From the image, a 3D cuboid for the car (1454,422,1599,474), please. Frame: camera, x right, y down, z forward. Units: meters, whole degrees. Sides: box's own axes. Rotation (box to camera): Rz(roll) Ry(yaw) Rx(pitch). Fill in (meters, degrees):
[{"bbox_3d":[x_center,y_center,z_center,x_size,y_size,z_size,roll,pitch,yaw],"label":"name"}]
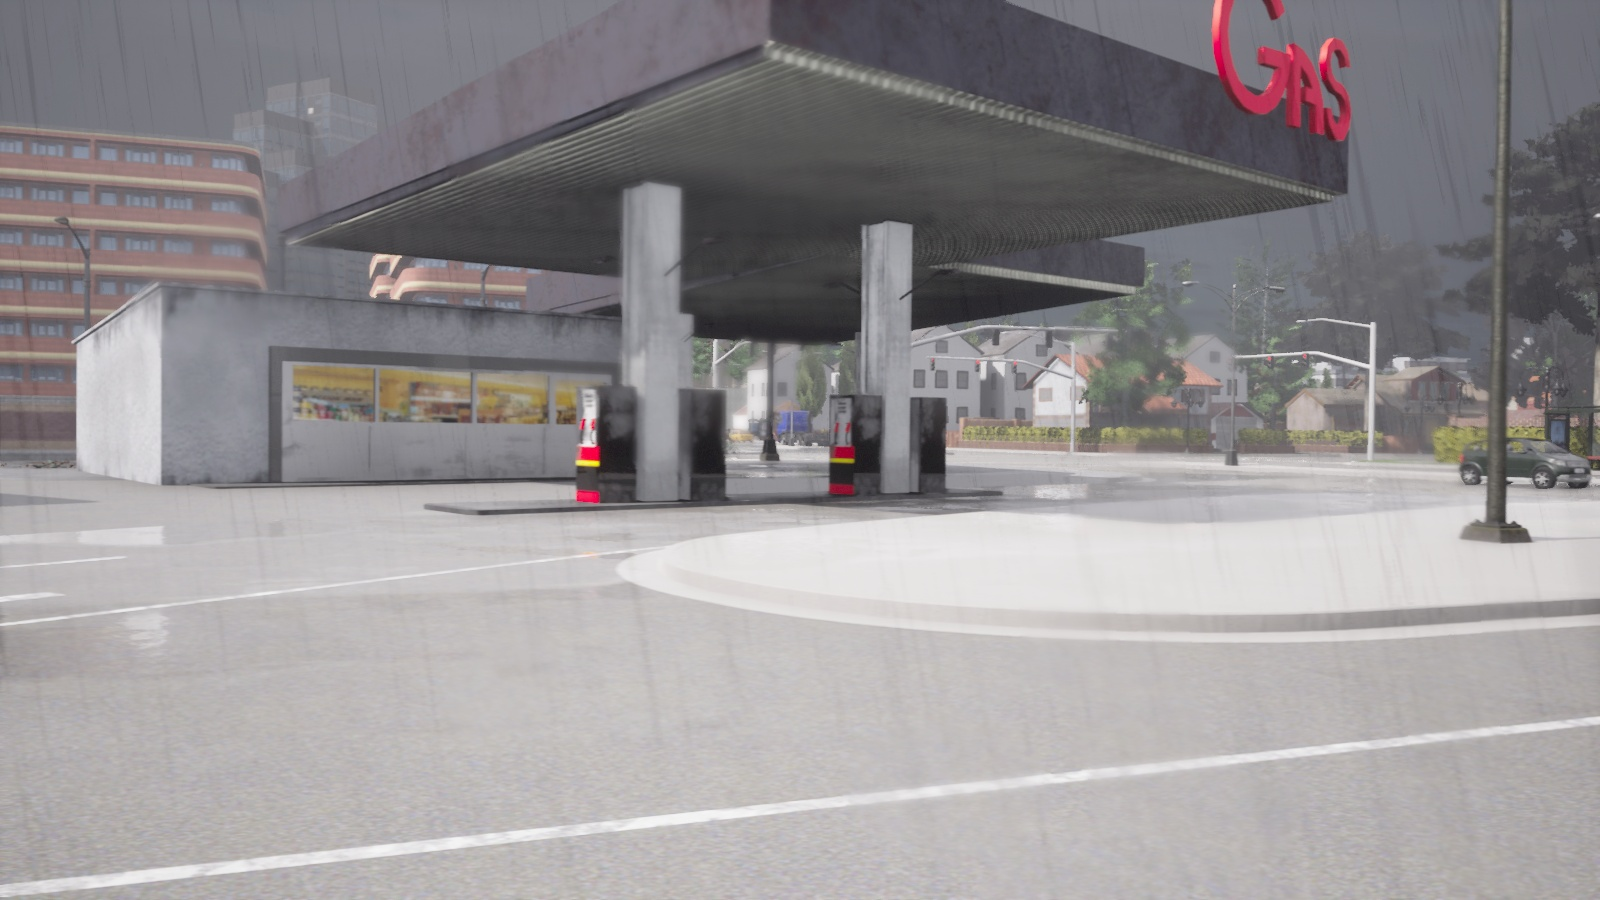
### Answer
[{"bbox_3d":[22.657,-0.087,39.192,1.789,1.549,3.705,-1,1,-22],"label":"car"}]
